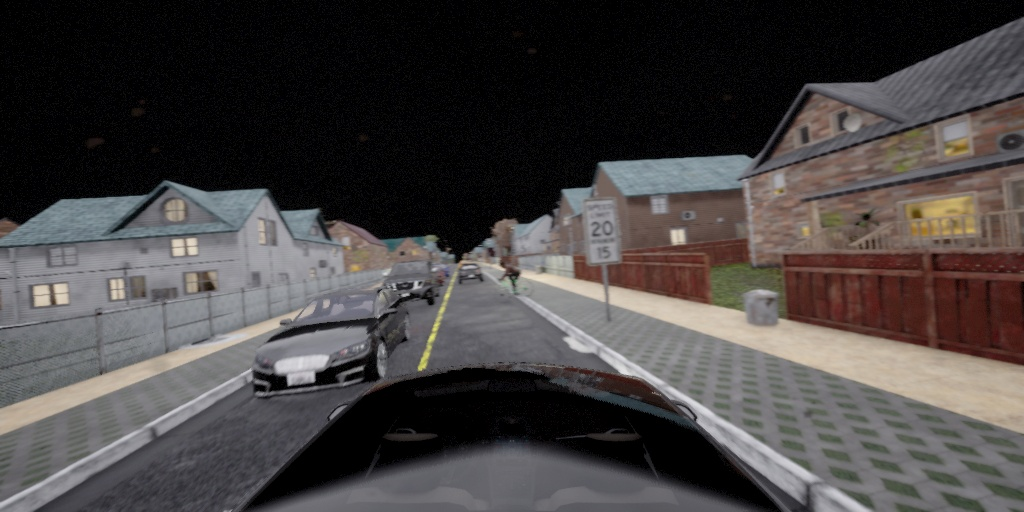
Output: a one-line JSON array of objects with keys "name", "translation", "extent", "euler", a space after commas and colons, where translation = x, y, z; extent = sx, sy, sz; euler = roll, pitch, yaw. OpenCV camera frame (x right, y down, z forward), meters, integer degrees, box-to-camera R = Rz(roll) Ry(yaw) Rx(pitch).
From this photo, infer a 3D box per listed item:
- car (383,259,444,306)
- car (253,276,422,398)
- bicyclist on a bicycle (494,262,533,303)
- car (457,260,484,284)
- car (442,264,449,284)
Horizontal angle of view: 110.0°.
[{"name": "car", "translation": [-4.734, 1.220, 17.276], "extent": [2.150, 2.045, 5.566], "euler": [-5, 1, -8]}, {"name": "car", "translation": [-3.341, 1.469, 7.502], "extent": [2.128, 1.511, 4.902], "euler": [-5, 1, -8]}, {"name": "bicyclist on a bicycle", "translation": [-0.044, 0.991, 14.394], "extent": [1.656, 1.620, 0.582], "euler": [-14, 2, -8]}, {"name": "car", "translation": [-3.314, 1.303, 28.496], "extent": [1.812, 1.442, 4.674], "euler": [-5, 0, -8]}, {"name": "car", "translation": [-6.089, 1.504, 27.183], "extent": [1.882, 1.535, 5.008], "euler": [-5, 1, -8]}]
